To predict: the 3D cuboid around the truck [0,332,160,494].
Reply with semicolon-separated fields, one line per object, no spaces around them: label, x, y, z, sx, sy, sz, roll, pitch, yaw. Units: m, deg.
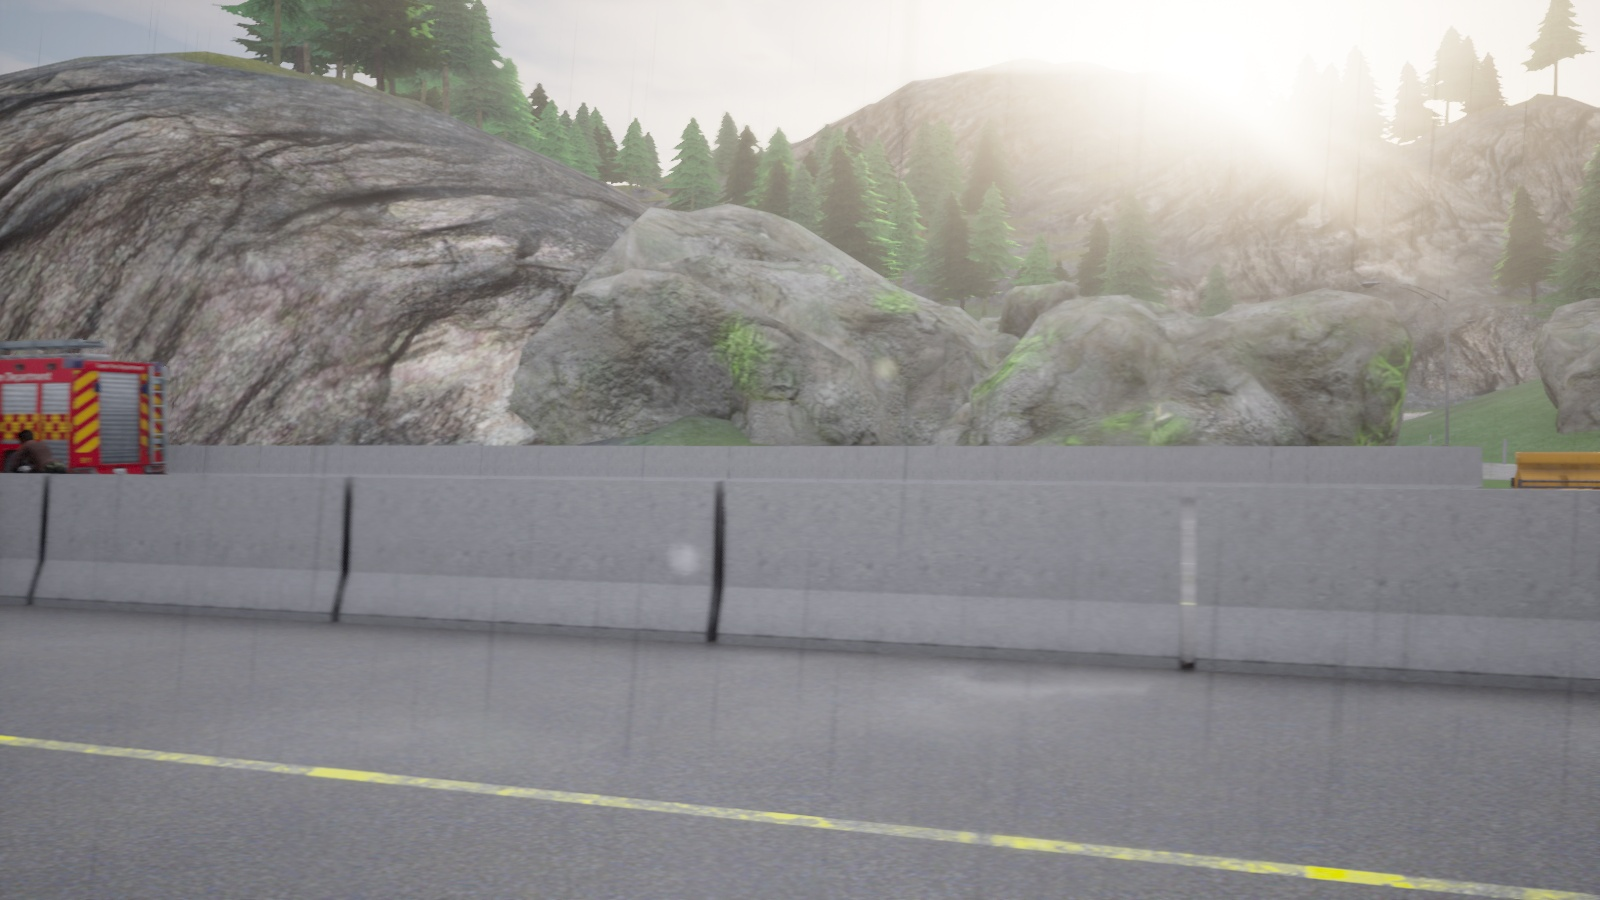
truck;-21.002;-0.936;32.396;8.468;3.827;2.891;1;1;19
